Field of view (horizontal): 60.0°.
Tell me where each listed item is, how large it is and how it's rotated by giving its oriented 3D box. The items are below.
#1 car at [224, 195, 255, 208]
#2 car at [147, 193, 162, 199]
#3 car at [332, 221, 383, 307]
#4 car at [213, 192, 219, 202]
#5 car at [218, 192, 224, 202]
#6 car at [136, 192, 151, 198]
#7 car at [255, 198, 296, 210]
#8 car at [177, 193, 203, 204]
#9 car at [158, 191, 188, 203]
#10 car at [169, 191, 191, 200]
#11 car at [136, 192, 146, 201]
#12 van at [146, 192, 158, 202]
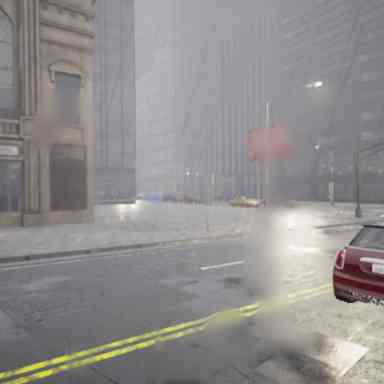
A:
[{"bbox_3d":[6.706,1.292,42.648,1.752,1.417,4.829,0,1,-35],"label":"car"},{"bbox_3d":[-9.140,0.870,79.863,1.802,1.307,4.206,0,1,-35],"label":"car"},{"bbox_3d":[4.972,1.338,6.898,4.553,1.767,2.097,0,0,-35],"label":"car"},{"bbox_3d":[3.839,0.820,61.484,2.192,1.841,5.009,0,1,-35],"label":"car"},{"bbox_3d":[7.083,1.120,56.892,1.947,1.339,4.313,0,1,-35],"label":"car"},{"bbox_3d":[-12.385,0.776,84.457,1.887,1.381,4.507,0,1,-35],"label":"car"},{"bbox_3d":[9.853,1.355,38.193,1.887,1.381,4.507,0,1,-35],"label":"car"},{"bbox_3d":[0.118,1.215,51.976,1.887,1.381,4.507,0,1,-35],"label":"car"},{"bbox_3d":[-3.126,0.935,56.569,2.192,1.841,5.009,0,1,-35],"label":"car"},{"bbox_3d":[-2.651,0.715,70.672,2.192,1.841,5.009,0,1,-35],"label":"car"},{"bbox_3d":[-9.617,1.066,65.760,2.008,1.369,4.403,0,1,-35],"label":"car"},{"bbox_3d":[-6.371,0.910,61.163,1.690,1.788,3.998,0,1,-35],"label":"van"}]
